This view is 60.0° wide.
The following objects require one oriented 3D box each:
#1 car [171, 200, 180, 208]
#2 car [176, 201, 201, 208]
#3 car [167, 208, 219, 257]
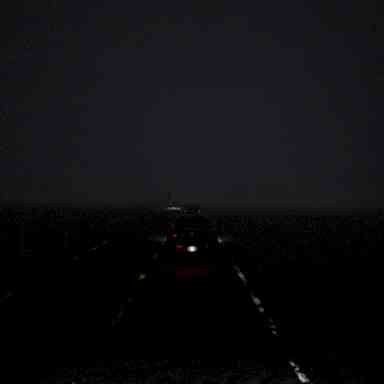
[{"bbox_3d":[-2.792,2.187,60.616,1.994,1.385,4.181,0,-1,0],"label":"car"},{"bbox_3d":[0.030,1.776,28.505,2.128,1.511,4.902,0,0,1],"label":"car"},{"bbox_3d":[0.028,1.641,13.491,1.837,1.490,4.892,0,0,1],"label":"car"}]
